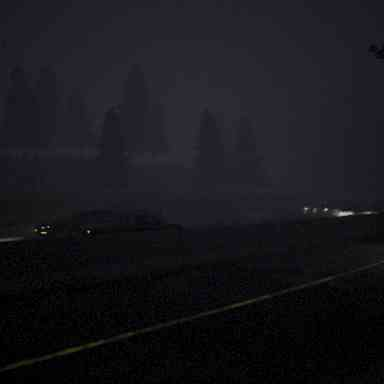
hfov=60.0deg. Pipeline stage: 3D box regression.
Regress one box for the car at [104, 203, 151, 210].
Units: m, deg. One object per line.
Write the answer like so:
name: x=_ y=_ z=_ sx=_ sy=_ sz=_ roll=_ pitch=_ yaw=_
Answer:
car: x=-4.306 y=1.691 z=22.953 sx=5.357 sy=1.411 sz=2.033 roll=1 pitch=-1 yaw=-40

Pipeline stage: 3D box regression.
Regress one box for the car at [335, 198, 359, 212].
car: x=22.016 y=1.901 z=46.374 sx=2.128 sy=1.511 sz=4.902 roll=0 pitch=0 yaw=35

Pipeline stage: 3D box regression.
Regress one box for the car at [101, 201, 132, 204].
car: x=-6.415 y=1.508 z=25.814 sx=4.553 sy=1.767 sz=2.097 roll=1 pitch=-1 yaw=-40

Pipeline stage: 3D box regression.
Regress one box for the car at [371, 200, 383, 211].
car: x=26.433 y=1.920 z=46.580 sx=2.128 sy=1.511 sz=4.902 roll=0 pitch=0 yaw=35

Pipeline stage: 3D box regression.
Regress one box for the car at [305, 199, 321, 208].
car: x=20.928 y=2.007 z=57.264 sx=1.812 sy=1.442 sz=4.674 roll=0 pitch=0 yaw=33

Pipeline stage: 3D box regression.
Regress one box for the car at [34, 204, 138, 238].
car: x=-5.589 y=1.605 z=17.466 sx=4.892 sy=1.490 sz=1.837 roll=0 pitch=0 yaw=-38

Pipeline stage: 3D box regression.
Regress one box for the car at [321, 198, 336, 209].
car: x=22.771 y=1.816 z=53.707 sx=2.097 sy=1.767 sz=4.553 roll=0 pitch=0 yaw=33

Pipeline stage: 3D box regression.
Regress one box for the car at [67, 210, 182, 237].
car: x=-2.875 y=1.696 z=15.126 sx=4.718 sy=1.301 sz=1.895 roll=1 pitch=-1 yaw=-38
